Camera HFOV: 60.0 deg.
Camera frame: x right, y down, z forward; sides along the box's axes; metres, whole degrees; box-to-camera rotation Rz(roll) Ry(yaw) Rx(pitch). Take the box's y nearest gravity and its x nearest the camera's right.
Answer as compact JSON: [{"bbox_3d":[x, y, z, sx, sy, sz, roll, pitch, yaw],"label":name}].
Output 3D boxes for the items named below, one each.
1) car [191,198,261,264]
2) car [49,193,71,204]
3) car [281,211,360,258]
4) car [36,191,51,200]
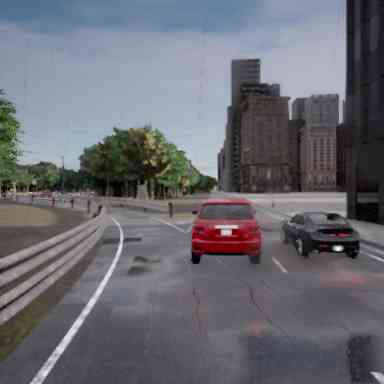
[{"bbox_3d":[1.153,1.236,12.117,2.150,2.045,5.566,0,0,4],"label":"car"},{"bbox_3d":[-22.874,1.334,58.588,1.837,1.490,4.892,0,1,-42],"label":"car"},{"bbox_3d":[4.708,1.505,12.782,1.837,1.490,4.892,0,0,4],"label":"car"},{"bbox_3d":[-29.513,0.804,66.424,2.150,2.045,5.566,0,1,-35],"label":"car"}]
